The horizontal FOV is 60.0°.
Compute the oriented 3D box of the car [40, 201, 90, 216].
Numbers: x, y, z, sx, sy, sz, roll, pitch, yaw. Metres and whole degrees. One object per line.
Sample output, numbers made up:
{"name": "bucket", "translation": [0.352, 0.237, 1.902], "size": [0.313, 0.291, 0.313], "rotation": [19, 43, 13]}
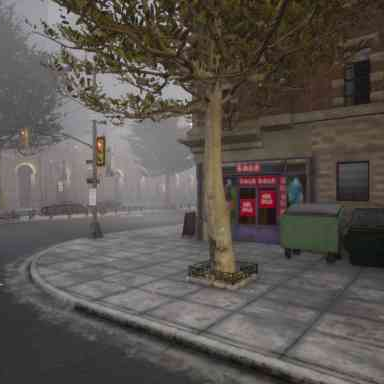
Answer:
{"name": "car", "translation": [-12.701, 1.564, 32.894], "size": [1.994, 1.385, 4.181], "rotation": [0, 0, 36]}

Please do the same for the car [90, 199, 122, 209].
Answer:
{"name": "car", "translation": [-11.936, 1.595, 45.181], "size": [1.895, 1.301, 4.718], "rotation": [0, 0, 36]}
